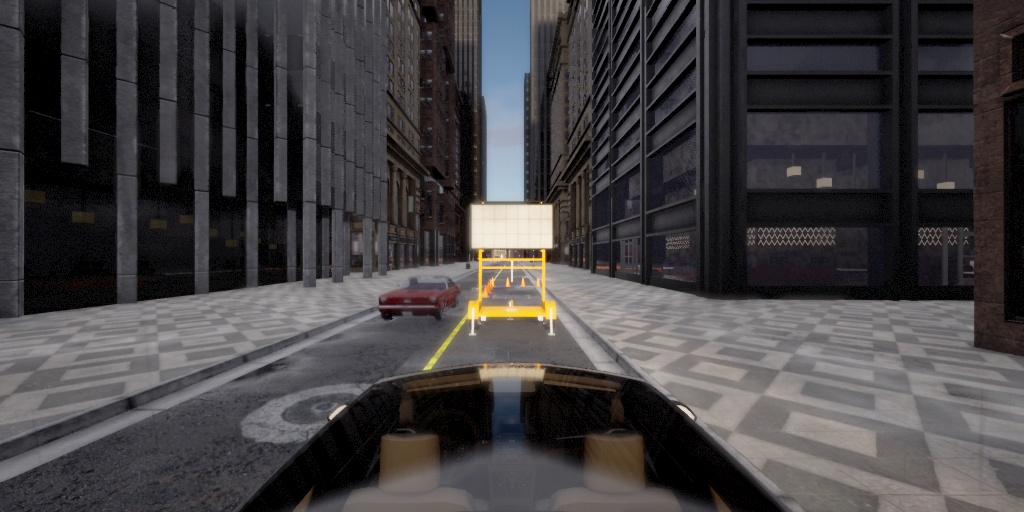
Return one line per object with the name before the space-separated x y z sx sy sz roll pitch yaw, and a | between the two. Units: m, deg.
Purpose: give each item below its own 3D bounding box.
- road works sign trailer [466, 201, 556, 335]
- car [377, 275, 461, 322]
road works sign trailer | 0.002 0.215 10.470 2.380 3.560 2.880 0 0 0
car | -2.999 1.352 12.496 1.895 1.301 4.718 0 0 0
